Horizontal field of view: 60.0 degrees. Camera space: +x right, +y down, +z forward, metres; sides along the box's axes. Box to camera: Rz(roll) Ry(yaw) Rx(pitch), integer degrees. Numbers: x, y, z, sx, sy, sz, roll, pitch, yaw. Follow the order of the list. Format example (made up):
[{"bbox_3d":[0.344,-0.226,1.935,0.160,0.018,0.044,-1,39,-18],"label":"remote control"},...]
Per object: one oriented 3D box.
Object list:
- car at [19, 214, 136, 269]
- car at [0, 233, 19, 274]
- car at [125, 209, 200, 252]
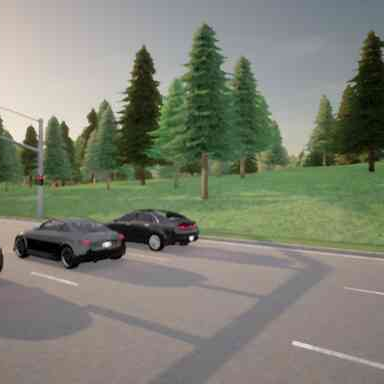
[{"bbox_3d":[-4.162,1.535,11.143,4.181,1.385,1.994,0,0,36],"label":"car"},{"bbox_3d":[-6.628,1.495,8.615,4.674,1.442,1.812,0,0,36],"label":"car"},{"bbox_3d":[-1.983,1.476,13.889,4.892,1.490,1.837,0,0,36],"label":"car"}]
